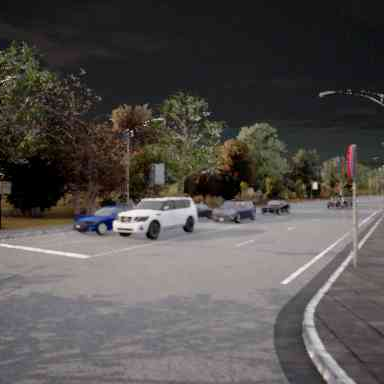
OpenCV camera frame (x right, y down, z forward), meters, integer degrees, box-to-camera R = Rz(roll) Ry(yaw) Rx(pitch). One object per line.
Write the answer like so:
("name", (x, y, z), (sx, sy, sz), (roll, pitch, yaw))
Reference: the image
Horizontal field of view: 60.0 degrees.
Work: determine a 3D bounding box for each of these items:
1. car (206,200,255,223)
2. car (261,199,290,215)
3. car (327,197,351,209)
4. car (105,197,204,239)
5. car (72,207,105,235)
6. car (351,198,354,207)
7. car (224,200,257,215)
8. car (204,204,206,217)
("car", (3.361, 1.450, 26.592), (2.097, 1.767, 4.553), (-1, 0, 32))
("car", (8.940, 1.580, 35.410), (1.882, 1.535, 5.008), (-1, 0, 32))
("car", (20.455, 1.432, 46.737), (2.097, 1.767, 4.553), (-1, 0, 32))
("car", (-1.806, 1.315, 18.413), (2.150, 2.045, 5.566), (-1, 0, 32))
("car", (-4.845, 1.598, 20.146), (1.882, 1.535, 5.008), (-1, 0, 32))
("car", (25.628, 1.576, 54.936), (2.128, 1.511, 4.902), (-1, 0, 32))
("car", (5.395, 1.654, 36.335), (1.812, 1.442, 4.674), (-1, 0, 32))
("car", (0.107, 1.650, 27.992), (1.812, 1.442, 4.674), (-1, 0, 32))
